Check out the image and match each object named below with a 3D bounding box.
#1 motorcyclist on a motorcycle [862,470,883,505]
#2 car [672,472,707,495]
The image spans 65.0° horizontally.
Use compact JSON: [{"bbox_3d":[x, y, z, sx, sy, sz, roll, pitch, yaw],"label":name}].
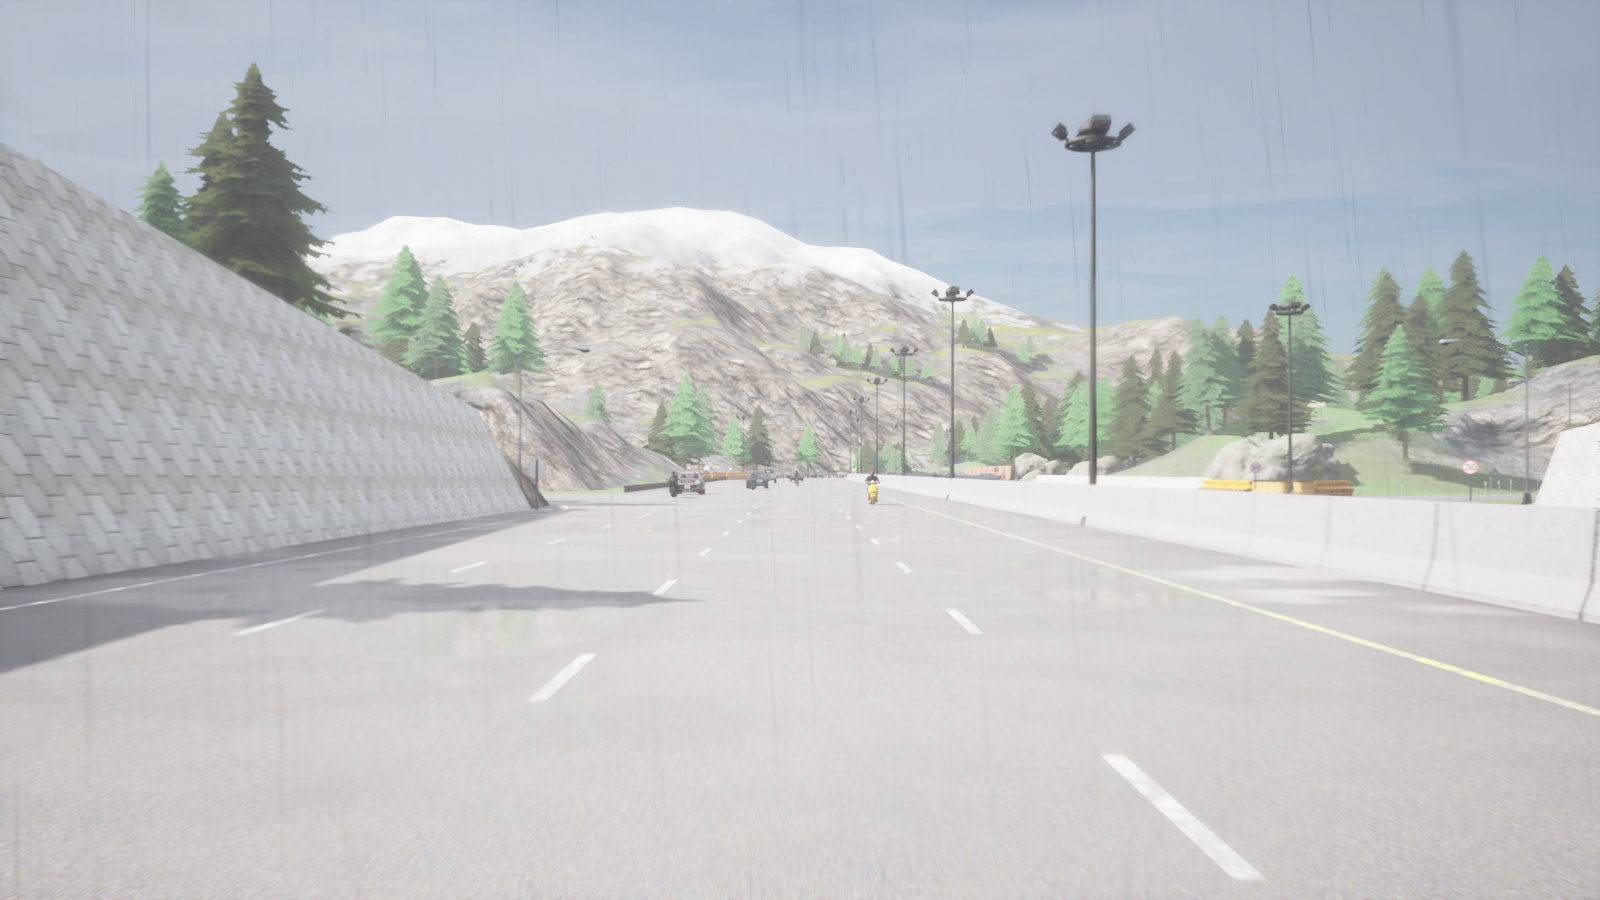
[{"bbox_3d":[3.359,1.724,58.090,0.866,1.590,1.817,0,-1,0],"label":"motorcyclist on a motorcycle"},{"bbox_3d":[-7.200,2.183,82.400,1.970,1.475,3.806,0,-1,0],"label":"car"}]
